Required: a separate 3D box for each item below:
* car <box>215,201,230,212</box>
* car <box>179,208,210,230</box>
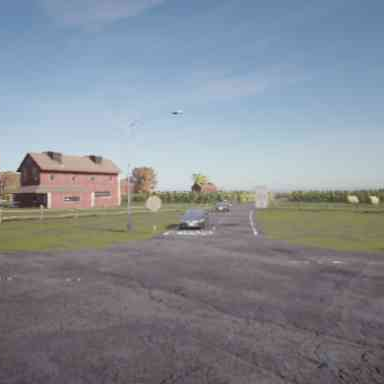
[{"bbox_3d":[4.482,2.136,48.496,2.128,1.511,4.902,-1,-1,11],"label":"car"},{"bbox_3d":[0.273,1.892,24.170,1.812,1.442,4.674,-1,-1,8],"label":"car"}]
